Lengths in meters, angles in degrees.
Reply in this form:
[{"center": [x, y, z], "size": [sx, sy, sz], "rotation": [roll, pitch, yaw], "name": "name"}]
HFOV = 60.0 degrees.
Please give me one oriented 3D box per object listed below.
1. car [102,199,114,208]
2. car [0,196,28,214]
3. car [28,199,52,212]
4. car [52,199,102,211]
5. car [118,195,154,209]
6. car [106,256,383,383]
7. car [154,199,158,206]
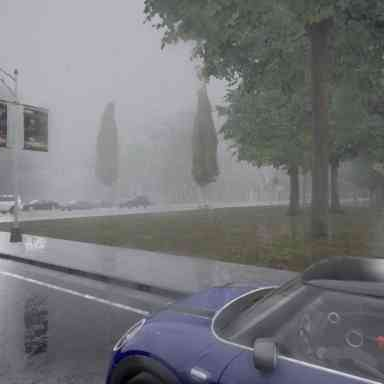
[{"center": [-14.096, 1.837, 51.209], "size": [1.994, 1.385, 4.181], "rotation": [0, 0, 35], "name": "car"}, {"center": [-21.085, 1.399, 35.563], "size": [2.150, 2.045, 5.566], "rotation": [0, 0, 34], "name": "car"}, {"center": [-19.778, 1.695, 43.090], "size": [1.882, 1.535, 5.008], "rotation": [0, 0, 35], "name": "car"}, {"center": [-15.121, 1.778, 44.079], "size": [2.033, 1.411, 5.357], "rotation": [0, 0, 35], "name": "car"}, {"center": [-9.132, 1.514, 52.631], "size": [2.150, 2.045, 5.566], "rotation": [0, 0, 36], "name": "car"}, {"center": [1.394, 1.352, 2.694], "size": [4.553, 1.767, 2.097], "rotation": [0, 0, 36], "name": "car"}, {"center": [-8.150, 1.836, 59.652], "size": [2.128, 1.511, 4.902], "rotation": [0, 0, 36], "name": "car"}]
